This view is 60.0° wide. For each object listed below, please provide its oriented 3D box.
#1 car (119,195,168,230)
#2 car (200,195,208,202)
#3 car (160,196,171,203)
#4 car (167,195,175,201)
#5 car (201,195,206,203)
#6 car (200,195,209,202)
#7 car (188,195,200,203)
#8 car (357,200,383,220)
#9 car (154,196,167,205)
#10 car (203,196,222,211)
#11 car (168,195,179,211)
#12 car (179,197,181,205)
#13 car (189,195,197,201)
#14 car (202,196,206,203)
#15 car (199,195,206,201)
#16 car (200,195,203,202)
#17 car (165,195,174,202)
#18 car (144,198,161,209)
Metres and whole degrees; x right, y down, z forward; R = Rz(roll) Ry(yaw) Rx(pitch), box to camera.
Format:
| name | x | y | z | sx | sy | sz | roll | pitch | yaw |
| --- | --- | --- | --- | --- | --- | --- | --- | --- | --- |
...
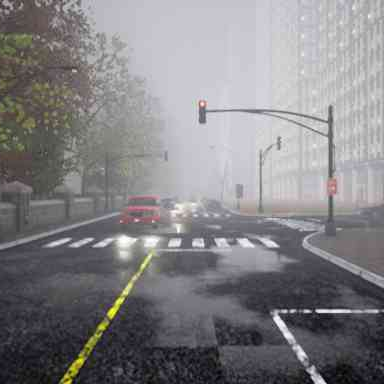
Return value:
| name | x | y | z | sx | sy | sz | roll | pitch | yaw |
| --- | --- | --- | --- | --- | --- | --- | --- | --- | --- |
| car | -3.057 | 1.225 | 21.318 | 2.150 | 2.045 | 5.566 | 0 | 0 | 1 |
| car | 2.863 | 1.502 | 81.186 | 1.967 | 1.590 | 4.097 | 0 | 0 | 0 |
| car | -5.541 | 1.570 | 69.771 | 1.752 | 1.417 | 4.829 | 0 | 0 | 0 |
| car | -5.506 | 1.616 | 86.836 | 1.887 | 1.381 | 4.507 | 0 | 0 | 0 |
| car | 2.803 | 1.591 | 53.025 | 1.947 | 1.339 | 4.313 | 0 | 0 | 0 |
| car | 2.851 | 1.493 | 75.555 | 1.967 | 1.590 | 4.097 | 0 | 0 | 0 |
| car | 0.145 | 1.645 | 69.081 | 1.895 | 1.301 | 4.718 | 0 | 0 | 0 |
| car | 14.860 | 1.260 | 24.946 | 4.674 | 1.442 | 1.812 | -1 | 0 | 0 |
| car | -5.565 | 1.471 | 58.675 | 1.967 | 1.590 | 4.097 | 0 | 0 | 0 |
| car | 2.779 | 1.582 | 41.760 | 1.947 | 1.339 | 4.313 | 0 | 0 | 0 |
| car | -3.011 | 1.521 | 41.400 | 1.837 | 1.490 | 4.892 | 0 | 0 | 0 |
| car | -2.946 | 1.539 | 59.573 | 1.837 | 1.490 | 4.892 | 0 | -1 | 0 |
| car | 0.166 | 1.433 | 79.052 | 1.837 | 1.490 | 4.892 | 0 | 0 | 0 |
| car | 2.791 | 1.586 | 47.392 | 1.947 | 1.339 | 4.313 | 0 | 0 | 0 |
| car | 2.886 | 1.631 | 92.451 | 2.008 | 1.369 | 4.403 | 0 | 0 | 0 |
| car | 2.839 | 1.590 | 69.923 | 1.887 | 1.381 | 4.507 | 0 | 0 | 0 |
| car | -5.517 | 1.502 | 81.204 | 1.967 | 1.590 | 4.097 | 0 | 0 | 0 |
| car | -5.589 | 1.602 | 47.410 | 1.802 | 1.307 | 4.206 | 0 | 0 | 0 |
